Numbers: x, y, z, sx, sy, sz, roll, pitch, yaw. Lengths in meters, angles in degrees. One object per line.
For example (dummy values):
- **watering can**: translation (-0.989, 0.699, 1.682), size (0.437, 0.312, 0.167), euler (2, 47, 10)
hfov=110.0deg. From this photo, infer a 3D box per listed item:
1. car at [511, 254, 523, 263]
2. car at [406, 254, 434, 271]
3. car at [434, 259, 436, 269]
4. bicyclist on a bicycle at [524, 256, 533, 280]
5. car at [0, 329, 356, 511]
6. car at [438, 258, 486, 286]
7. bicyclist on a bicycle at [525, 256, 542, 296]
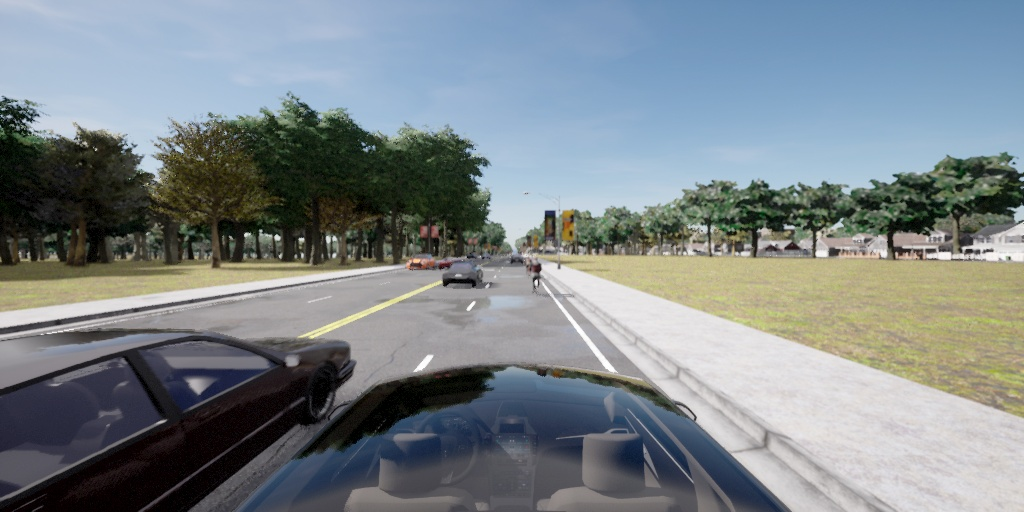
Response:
- **car**: translation (0.794, 0.438, 57.874), size (1.812, 1.442, 4.674), euler (0, 1, 1)
- **car**: translation (-9.404, 0.563, 37.334), size (2.097, 1.767, 4.553), euler (0, 1, 1)
- **car**: translation (-6.172, 0.828, 36.279), size (1.895, 1.301, 4.718), euler (0, 1, 1)
- **bicyclist on a bicycle**: translation (1.186, 0.842, 25.532), size (0.582, 1.620, 1.656), euler (0, 1, 1)
- **car**: translation (-3.144, 1.284, 2.584), size (2.033, 1.411, 5.357), euler (0, 1, 1)
- **car**: translation (-2.906, 1.011, 21.651), size (1.994, 1.385, 4.181), euler (0, 1, 1)
- **bicyclist on a bicycle**: translation (1.072, 0.898, 16.318), size (0.659, 1.776, 1.843), euler (0, 1, 1)
